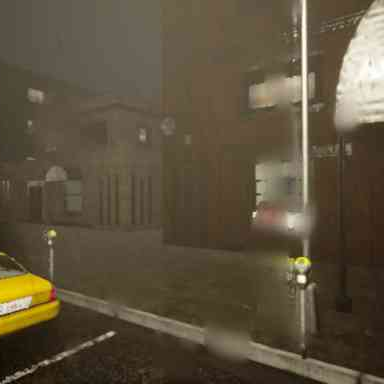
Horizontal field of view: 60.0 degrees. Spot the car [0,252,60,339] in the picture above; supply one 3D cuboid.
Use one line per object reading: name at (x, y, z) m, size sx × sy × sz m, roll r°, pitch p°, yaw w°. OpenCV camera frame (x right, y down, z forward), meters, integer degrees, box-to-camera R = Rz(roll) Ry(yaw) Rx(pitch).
car at (-4.343, 1.562, 5.972) m, size 4.829 × 1.417 × 1.752 m, roll 0°, pitch 0°, yaw 35°
